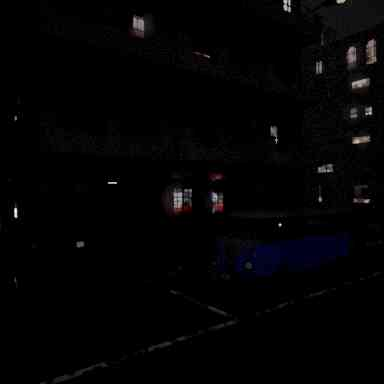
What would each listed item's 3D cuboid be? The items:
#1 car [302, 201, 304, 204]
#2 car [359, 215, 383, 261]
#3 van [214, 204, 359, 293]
[{"bbox_3d":[11.553,1.350,40.963,1.887,1.381,4.507,-1,1,-37],"label":"car"},{"bbox_3d":[6.829,1.545,11.948,4.403,1.369,2.008,0,-1,-37],"label":"car"},{"bbox_3d":[2.399,1.338,8.555,3.998,1.788,1.690,0,-1,-37],"label":"van"}]
